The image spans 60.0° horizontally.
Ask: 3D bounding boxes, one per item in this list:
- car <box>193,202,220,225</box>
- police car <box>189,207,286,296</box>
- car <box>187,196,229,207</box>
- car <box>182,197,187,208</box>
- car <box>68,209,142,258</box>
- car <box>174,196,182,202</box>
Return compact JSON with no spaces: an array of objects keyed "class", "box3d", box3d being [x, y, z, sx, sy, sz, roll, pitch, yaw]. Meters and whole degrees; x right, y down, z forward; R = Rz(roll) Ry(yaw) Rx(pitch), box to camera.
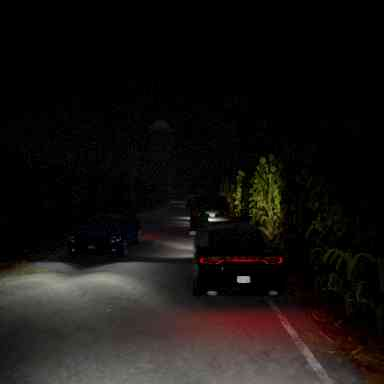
[{"class":"car","box3d":[0.970,1.526,24.669,1.812,1.442,4.674,0,0,0]},{"class":"police car","box3d":[0.963,1.425,8.779,1.930,1.638,5.238,0,0,0]},{"class":"car","box3d":[0.968,1.221,18.699,2.150,2.045,5.566,0,0,0]},{"class":"car","box3d":[0.035,1.547,46.761,2.033,1.411,5.357,0,0,1]},{"class":"car","box3d":[-3.195,1.477,13.044,1.882,1.535,5.008,0,0,0]},{"class":"car","box3d":[-3.142,1.547,79.507,2.033,1.411,5.357,0,0,0]}]
